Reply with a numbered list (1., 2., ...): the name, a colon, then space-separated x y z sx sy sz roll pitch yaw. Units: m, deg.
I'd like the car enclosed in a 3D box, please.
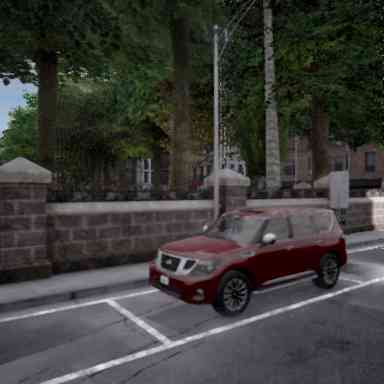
1. car: 1.541 1.311 7.630 5.009 1.841 2.192 0 0 -35
